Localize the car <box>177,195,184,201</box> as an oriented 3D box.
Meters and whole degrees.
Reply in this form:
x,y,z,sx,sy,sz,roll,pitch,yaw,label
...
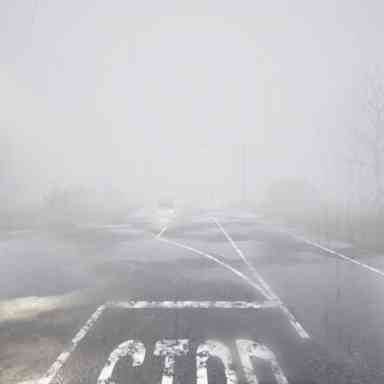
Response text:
x,y,z,sx,sy,sz,roll,pitch,yaw,label
-2.997,1.410,82.410,2.128,1.511,4.902,0,0,5,car

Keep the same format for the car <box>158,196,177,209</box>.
x,y,z,sx,sy,sz,roll,pitch,yaw,label
-3.383,1.442,43.785,1.882,1.535,5.008,0,0,0,car
